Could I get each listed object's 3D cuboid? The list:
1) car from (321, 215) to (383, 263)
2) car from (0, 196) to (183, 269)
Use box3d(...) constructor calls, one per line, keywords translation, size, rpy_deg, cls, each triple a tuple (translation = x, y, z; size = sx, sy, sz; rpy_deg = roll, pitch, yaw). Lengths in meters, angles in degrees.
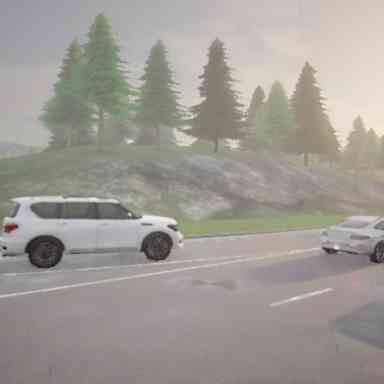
box3d(translation=(6.618, 1.591, 12.198), size=(4.674, 1.442, 1.812), rpy_deg=(1, 0, -35), cls="car")
box3d(translation=(-3.088, 1.176, 10.908), size=(5.566, 2.045, 2.150), rpy_deg=(1, 0, -21), cls="car")
